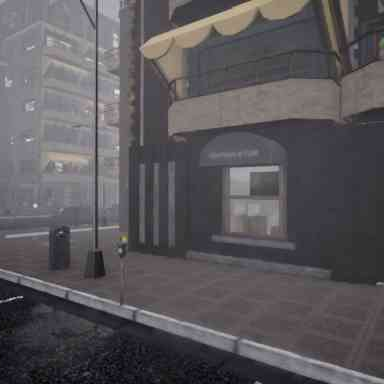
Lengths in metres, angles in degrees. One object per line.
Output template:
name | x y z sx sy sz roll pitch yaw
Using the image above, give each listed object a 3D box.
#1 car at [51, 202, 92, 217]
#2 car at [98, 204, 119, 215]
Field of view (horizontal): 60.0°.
car | -12.738 1.821 35.264 1.967 1.590 4.097 -1 -1 35
car | -9.457 2.063 39.890 1.802 1.307 4.206 -1 -1 35
